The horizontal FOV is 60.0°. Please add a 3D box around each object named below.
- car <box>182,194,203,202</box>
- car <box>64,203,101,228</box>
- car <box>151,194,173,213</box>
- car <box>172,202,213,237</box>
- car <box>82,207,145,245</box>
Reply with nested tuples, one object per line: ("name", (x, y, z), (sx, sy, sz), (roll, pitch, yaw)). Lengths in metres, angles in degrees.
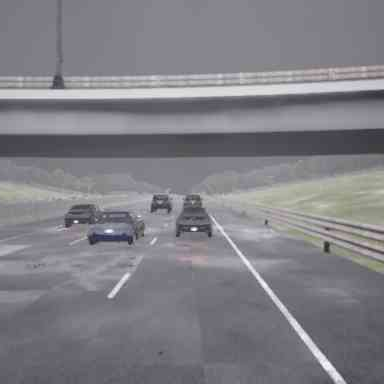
("car", (0.104, 1.266, 38.030), (2.150, 2.045, 5.566), (0, 0, 0))
("car", (-6.897, 1.519, 22.191), (1.837, 1.490, 4.892), (0, 0, 0))
("car", (-3.407, 1.266, 38.022), (2.150, 2.045, 5.566), (0, 0, 0))
("car", (0.102, 1.514, 18.176), (1.837, 1.490, 4.892), (0, 0, 0))
("car", (-3.398, 1.571, 15.658), (1.994, 1.385, 4.181), (0, 0, 0))
